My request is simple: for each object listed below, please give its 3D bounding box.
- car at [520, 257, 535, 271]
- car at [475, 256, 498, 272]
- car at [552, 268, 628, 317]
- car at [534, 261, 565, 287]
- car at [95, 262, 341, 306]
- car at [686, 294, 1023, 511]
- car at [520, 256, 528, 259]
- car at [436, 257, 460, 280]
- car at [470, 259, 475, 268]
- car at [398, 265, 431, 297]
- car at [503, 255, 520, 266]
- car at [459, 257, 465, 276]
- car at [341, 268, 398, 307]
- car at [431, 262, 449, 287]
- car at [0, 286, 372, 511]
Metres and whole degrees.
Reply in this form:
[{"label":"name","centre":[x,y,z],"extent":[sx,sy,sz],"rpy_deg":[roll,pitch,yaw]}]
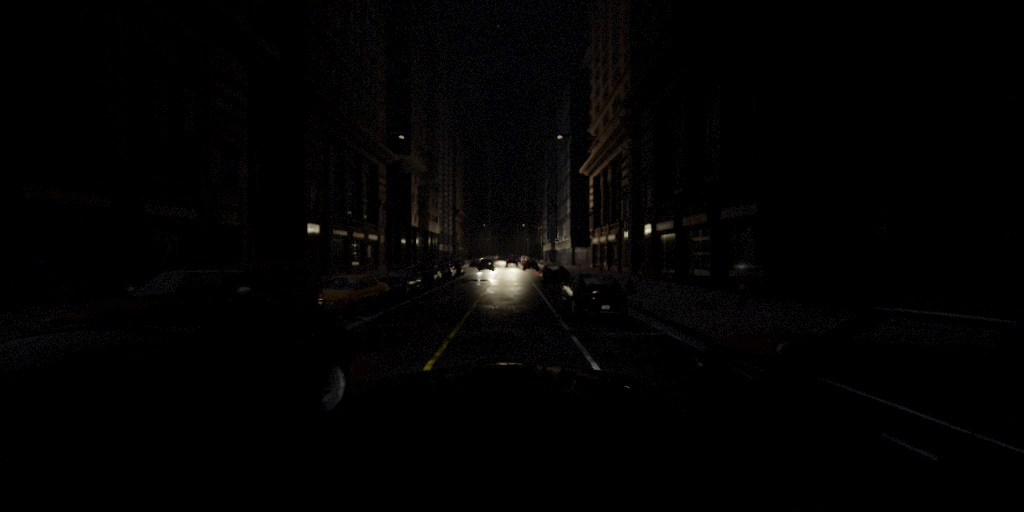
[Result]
[{"label":"car","centre":[2.345,1.163,45.645],"extent":[1.812,1.442,4.674],"rpy_deg":[0,0,0]},{"label":"car","centre":[-3.089,1.144,44.073],"extent":[1.837,1.490,4.892],"rpy_deg":[0,1,0]},{"label":"car","centre":[2.761,1.272,12.752],"extent":[2.007,1.370,4.403],"rpy_deg":[0,0,0]},{"label":"car","centre":[2.760,1.238,23.956],"extent":[1.888,1.381,4.507],"rpy_deg":[0,0,0]},{"label":"car","centre":[-5.763,1.051,7.144],"extent":[2.192,1.841,5.009],"rpy_deg":[0,0,0]},{"label":"car","centre":[2.763,1.065,1.547],"extent":[2.192,1.841,5.009],"rpy_deg":[0,0,0]},{"label":"car","centre":[2.754,1.120,63.341],"extent":[1.751,1.417,4.829],"rpy_deg":[0,0,0]},{"label":"car","centre":[-5.766,1.118,29.551],"extent":[1.967,1.591,4.097],"rpy_deg":[0,0,0]},{"label":"car","centre":[-5.770,1.190,57.560],"extent":[1.802,1.307,4.207],"rpy_deg":[0,0,0]},{"label":"car","centre":[-5.765,1.257,18.348],"extent":[2.007,1.370,4.403],"rpy_deg":[0,0,0]},{"label":"car","centre":[-0.009,0.829,65.031],"extent":[2.150,2.045,5.566],"rpy_deg":[0,0,0]},{"label":"car","centre":[-5.767,0.978,35.153],"extent":[2.192,1.841,5.009],"rpy_deg":[0,0,0]},{"label":"car","centre":[-5.764,1.247,12.577],"extent":[1.751,1.417,4.829],"rpy_deg":[0,0,0]},{"label":"car","centre":[-5.765,1.258,23.950],"extent":[1.948,1.339,4.313],"rpy_deg":[0,0,0]},{"label":"car","centre":[-3.100,1.251,3.040],"extent":[1.837,1.490,4.892],"rpy_deg":[0,0,0]}]
